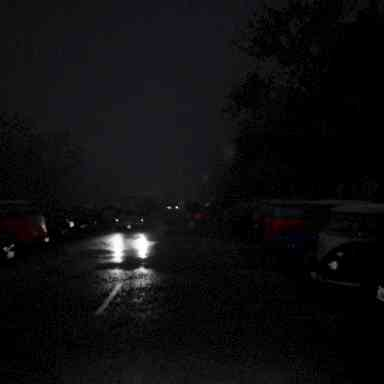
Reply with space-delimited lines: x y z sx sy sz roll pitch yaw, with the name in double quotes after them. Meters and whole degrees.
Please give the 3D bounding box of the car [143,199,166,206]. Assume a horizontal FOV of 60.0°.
-8.043 2.320 71.367 4.674 1.452 2.002 0 -1 0 "car"

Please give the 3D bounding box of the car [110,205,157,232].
-3.602 1.714 21.307 1.895 1.301 4.718 0 0 0 "car"

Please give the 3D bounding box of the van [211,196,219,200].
5.153 1.521 43.621 4.442 1.987 1.878 0 0 0 "van"

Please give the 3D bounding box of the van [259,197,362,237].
5.155 1.310 13.023 4.442 1.987 1.878 0 0 0 "van"

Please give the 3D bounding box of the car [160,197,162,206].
-8.042 2.001 57.489 4.674 1.452 2.002 0 -1 0 "car"

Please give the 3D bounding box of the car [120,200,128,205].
-8.036 1.634 26.974 4.892 1.521 2.231 0 0 0 "car"

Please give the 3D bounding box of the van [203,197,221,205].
5.151 2.395 85.141 4.442 1.987 1.878 0 -2 0 "van"

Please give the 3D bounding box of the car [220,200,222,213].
5.032 1.631 26.873 5.008 1.535 2.097 0 0 0 "car"

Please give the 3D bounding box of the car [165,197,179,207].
-3.523 2.146 63.577 1.812 1.442 4.674 0 -1 1 "car"

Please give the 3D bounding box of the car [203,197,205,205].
5.029 2.085 62.861 4.892 1.521 2.231 0 -1 0 "car"

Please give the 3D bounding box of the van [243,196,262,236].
4.922 1.329 15.794 4.442 1.987 1.878 0 0 0 "van"

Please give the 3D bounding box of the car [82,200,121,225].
-8.227 1.610 24.198 5.366 1.575 1.946 0 0 0 "car"

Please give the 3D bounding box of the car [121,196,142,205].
-8.074 1.564 35.304 4.553 1.767 2.185 0 0 0 "car"

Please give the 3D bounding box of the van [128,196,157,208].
-8.161 1.672 54.720 4.442 1.987 1.878 0 -1 0 "van"

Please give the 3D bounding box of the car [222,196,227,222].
5.010 1.342 21.333 5.566 2.045 2.435 0 0 0 "car"

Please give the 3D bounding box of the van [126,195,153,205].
-8.160 1.541 46.409 4.442 1.987 1.878 0 0 0 "van"

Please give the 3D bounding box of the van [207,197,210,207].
4.919 1.559 49.168 4.442 1.987 1.878 0 -1 0 "van"

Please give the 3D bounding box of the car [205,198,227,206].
5.003 2.149 71.174 4.553 1.767 2.185 0 -1 0 "car"

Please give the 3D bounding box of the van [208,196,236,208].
4.919 1.667 54.559 4.442 1.987 1.878 0 -1 0 "van"

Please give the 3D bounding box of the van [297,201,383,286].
4.931 1.275 7.468 4.442 1.987 1.878 0 0 0 "van"

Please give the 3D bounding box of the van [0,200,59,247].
-7.924 1.311 13.095 4.442 1.987 1.878 0 0 0 "van"

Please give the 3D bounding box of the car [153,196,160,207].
-8.016 1.534 49.185 5.566 2.045 2.435 0 0 0 "car"

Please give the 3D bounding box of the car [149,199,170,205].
-8.040 2.545 82.465 5.008 1.535 2.097 0 -1 0 "car"

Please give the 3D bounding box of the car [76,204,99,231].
-8.071 1.605 18.646 4.792 1.488 2.163 0 0 0 "car"

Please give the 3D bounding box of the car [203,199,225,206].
5.027 2.403 76.710 4.892 1.521 2.231 0 -1 0 "car"

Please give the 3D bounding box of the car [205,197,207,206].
5.041 1.829 51.784 5.008 1.535 2.097 0 -1 0 "car"

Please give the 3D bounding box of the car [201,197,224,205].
5.061 2.286 82.250 5.566 2.045 2.435 0 -2 0 "car"

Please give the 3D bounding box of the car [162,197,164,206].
-8.075 2.055 60.266 4.792 1.488 2.163 0 -1 0 "car"

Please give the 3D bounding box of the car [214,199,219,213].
5.035 1.728 35.182 4.674 1.452 2.002 0 0 0 "car"

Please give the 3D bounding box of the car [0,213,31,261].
-8.012 1.547 10.317 4.792 1.488 2.163 0 0 0 "car"

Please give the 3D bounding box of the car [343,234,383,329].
5.068 1.517 4.714 4.792 1.488 2.163 0 0 0 "car"

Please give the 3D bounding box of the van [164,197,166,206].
-7.929 1.991 68.597 4.442 1.987 1.878 0 -1 0 "van"

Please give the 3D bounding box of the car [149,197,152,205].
-8.041 1.787 43.631 4.674 1.452 2.002 0 0 0 "car"

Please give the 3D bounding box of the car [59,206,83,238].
-8.071 1.586 15.870 4.792 1.488 2.163 0 0 0 "car"

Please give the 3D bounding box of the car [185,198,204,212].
0.092 1.756 43.330 2.128 1.511 4.902 0 0 0 "car"

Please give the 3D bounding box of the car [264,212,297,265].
5.044 1.517 10.252 5.008 1.535 2.097 0 0 0 "car"

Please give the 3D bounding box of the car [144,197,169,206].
-8.074 2.156 76.924 5.566 2.045 2.435 0 -1 0 "car"

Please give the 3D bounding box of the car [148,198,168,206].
-8.015 2.348 79.692 4.553 1.767 2.185 0 -1 0 "car"

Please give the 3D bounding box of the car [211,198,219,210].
5.031 1.707 37.954 5.008 1.535 2.097 0 0 0 "car"

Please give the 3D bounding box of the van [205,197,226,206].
5.151 2.113 73.945 4.442 1.987 1.878 0 -1 0 "van"

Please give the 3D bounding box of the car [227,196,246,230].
5.010 1.323 18.563 5.566 2.045 2.435 0 0 0 "car"

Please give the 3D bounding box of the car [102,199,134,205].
-8.049 1.653 29.750 4.892 1.521 2.231 0 0 0 "car"

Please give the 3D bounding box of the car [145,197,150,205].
-8.049 1.728 40.855 5.008 1.535 2.097 0 0 0 "car"

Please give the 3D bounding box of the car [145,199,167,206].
-8.016 2.373 74.142 4.792 1.488 2.163 0 -1 0 "car"

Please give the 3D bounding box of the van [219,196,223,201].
5.154 1.444 32.540 4.442 1.987 1.878 0 0 0 "van"

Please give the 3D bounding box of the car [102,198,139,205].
-8.228 1.668 32.526 5.366 1.575 1.946 0 0 0 "car"

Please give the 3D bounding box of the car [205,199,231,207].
5.030 2.148 65.631 5.008 1.535 2.097 0 -1 0 "car"

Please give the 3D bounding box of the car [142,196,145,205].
-8.074 1.583 38.080 4.553 1.767 2.185 0 0 0 "car"

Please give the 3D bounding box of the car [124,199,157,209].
-8.015 1.863 51.933 4.792 1.488 2.163 0 -1 0 "car"
